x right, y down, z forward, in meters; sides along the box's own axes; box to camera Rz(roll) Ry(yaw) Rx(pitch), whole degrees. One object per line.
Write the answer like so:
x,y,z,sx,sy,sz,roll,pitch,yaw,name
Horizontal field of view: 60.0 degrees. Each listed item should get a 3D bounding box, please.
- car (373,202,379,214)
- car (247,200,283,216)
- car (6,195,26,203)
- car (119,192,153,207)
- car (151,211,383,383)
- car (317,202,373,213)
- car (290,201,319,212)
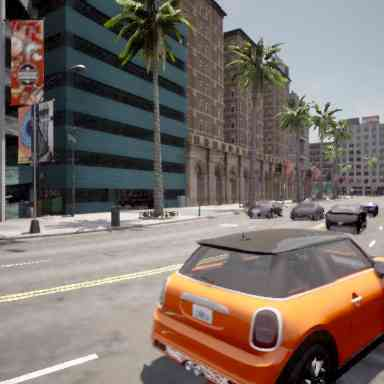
16.968,1.587,32.262,1.895,1.301,4.718,0,0,32,car
6.379,1.474,28.677,2.128,1.511,4.902,0,0,32,car
-33.416,1.342,61.943,2.161,1.482,4.786,0,0,32,car
-7.688,0.987,46.314,2.435,2.045,5.566,0,0,32,car
1.684,1.349,5.059,4.553,1.767,2.097,0,0,-42,car
9.340,1.482,20.019,2.128,1.511,4.902,0,0,32,car
9.339,1.491,26.810,1.837,1.490,4.892,0,0,32,car
